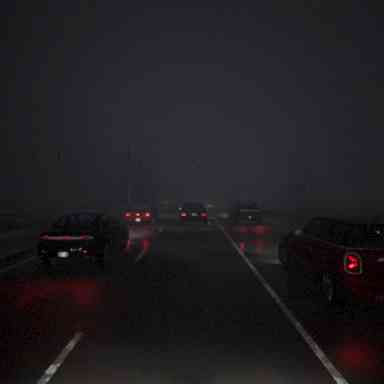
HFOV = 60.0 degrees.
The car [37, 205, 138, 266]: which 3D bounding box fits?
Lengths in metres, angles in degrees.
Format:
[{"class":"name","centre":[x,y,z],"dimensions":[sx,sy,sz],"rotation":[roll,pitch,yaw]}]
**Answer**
[{"class":"car","centre":[-3.400,1.420,11.196],"dimensions":[2.128,1.511,4.902],"rotation":[0,0,0]}]

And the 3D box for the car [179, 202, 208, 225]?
[{"class":"car","centre":[0.102,1.400,22.843],"dimensions":[2.033,1.411,5.357],"rotation":[0,0,0]}]

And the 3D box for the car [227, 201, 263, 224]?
[{"class":"car","centre":[3.602,1.342,23.125],"dimensions":[2.128,1.511,4.902],"rotation":[0,0,0]}]

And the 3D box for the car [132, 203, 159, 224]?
[{"class":"car","centre":[-3.399,1.451,23.212],"dimensions":[1.895,1.301,4.718],"rotation":[0,0,0]}]

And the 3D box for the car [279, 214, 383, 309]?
[{"class":"car","centre":[3.599,1.300,7.899],"dimensions":[2.097,1.767,4.553],"rotation":[0,0,0]}]
